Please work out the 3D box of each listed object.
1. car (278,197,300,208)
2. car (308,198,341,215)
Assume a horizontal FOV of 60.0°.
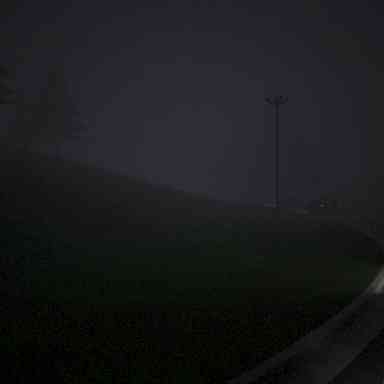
[{"bbox_3d":[13.455,1.491,46.822,2.128,1.511,4.902,0,0,-5],"label":"car"},{"bbox_3d":[13.430,1.352,34.061,2.097,1.767,4.553,0,0,3],"label":"car"}]
